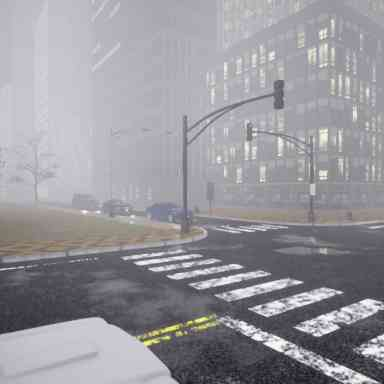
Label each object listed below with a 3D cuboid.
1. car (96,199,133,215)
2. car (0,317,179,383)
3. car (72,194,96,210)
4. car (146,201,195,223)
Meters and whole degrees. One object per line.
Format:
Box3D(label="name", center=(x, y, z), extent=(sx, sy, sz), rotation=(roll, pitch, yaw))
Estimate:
Box3D(label="car", center=(-7.752, 1.497, 34.257), extent=(2.128, 1.511, 4.902), rotation=(0, 0, -35))
Box3D(label="car", center=(-2.274, 1.601, 1.821), extent=(4.718, 1.301, 1.895), rotation=(0, 0, -36))
Box3D(label="car", center=(-13.838, 1.227, 42.899), extent=(2.150, 2.045, 5.566), rotation=(0, 0, -35))
Box3D(label="car", center=(-1.777, 1.484, 25.795), extent=(1.882, 1.535, 5.008), rotation=(0, 0, -36))
